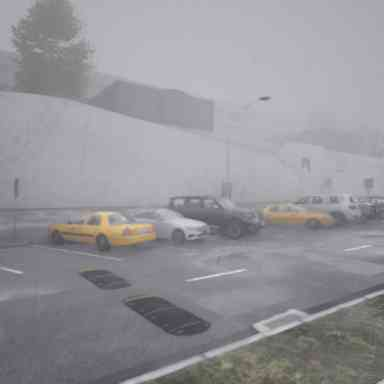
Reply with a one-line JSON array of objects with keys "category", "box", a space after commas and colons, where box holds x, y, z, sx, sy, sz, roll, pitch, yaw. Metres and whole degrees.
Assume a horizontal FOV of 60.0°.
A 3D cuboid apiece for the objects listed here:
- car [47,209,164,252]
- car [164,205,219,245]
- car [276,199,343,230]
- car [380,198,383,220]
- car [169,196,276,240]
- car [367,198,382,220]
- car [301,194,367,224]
[{"category": "car", "box": [-3.965, 1.488, 13.950, 5.366, 1.575, 1.946, -1, 0, 35]}, {"category": "car", "box": [-1.365, 1.522, 15.596, 4.674, 1.452, 2.002, -1, -1, 35]}, {"category": "car", "box": [6.130, 1.431, 20.714, 5.366, 1.575, 1.946, -1, -1, 35]}, {"category": "car", "box": [13.321, 1.389, 26.048, 4.674, 1.452, 2.002, -1, -1, 35]}, {"category": "car", "box": [1.110, 1.223, 17.324, 5.566, 2.045, 2.435, -1, -1, 35]}, {"category": "car", "box": [10.844, 1.411, 24.312, 4.792, 1.488, 2.163, -1, 0, 35]}, {"category": "car", "box": [8.396, 1.161, 22.574, 5.566, 2.045, 2.435, -1, 0, 35]}]
